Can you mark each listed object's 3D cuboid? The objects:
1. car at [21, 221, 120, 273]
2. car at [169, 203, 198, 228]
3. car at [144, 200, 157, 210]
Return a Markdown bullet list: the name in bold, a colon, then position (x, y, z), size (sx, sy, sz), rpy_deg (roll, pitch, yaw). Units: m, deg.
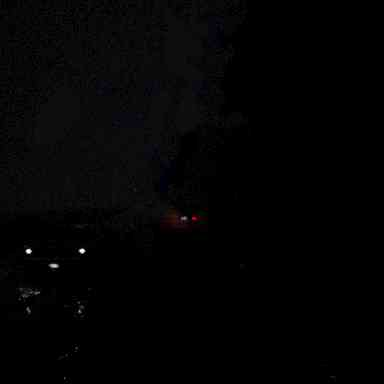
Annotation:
- **car**: position (-3.785, 1.713, 11.218), size (1.895, 1.301, 4.718), rpy_deg (0, -1, -2)
- **car**: position (-0.587, 1.789, 24.090), size (2.033, 1.411, 5.357), rpy_deg (0, -1, -3)
- **car**: position (-6.675, 2.010, 53.354), size (1.882, 1.535, 5.008), rpy_deg (0, -1, -6)
